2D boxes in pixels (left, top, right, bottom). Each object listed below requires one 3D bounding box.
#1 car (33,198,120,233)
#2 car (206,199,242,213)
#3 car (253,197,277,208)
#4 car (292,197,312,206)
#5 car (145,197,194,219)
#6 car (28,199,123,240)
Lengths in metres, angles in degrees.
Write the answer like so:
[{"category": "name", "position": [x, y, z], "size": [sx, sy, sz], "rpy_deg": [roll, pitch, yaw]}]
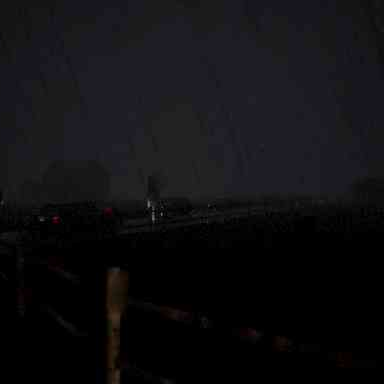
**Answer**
[{"category": "car", "position": [-6.801, 1.268, 20.008], "size": [2.097, 1.767, 4.553], "rpy_deg": [0, 0, 36]}, {"category": "car", "position": [3.392, 1.439, 34.861], "size": [1.895, 1.301, 4.718], "rpy_deg": [0, 0, 34]}, {"category": "car", "position": [9.664, 1.351, 44.023], "size": [1.994, 1.385, 4.181], "rpy_deg": [0, 0, 35]}, {"category": "car", "position": [15.941, 1.337, 48.062], "size": [1.895, 1.301, 4.718], "rpy_deg": [0, 0, 34]}, {"category": "car", "position": [-1.768, 1.230, 27.286], "size": [2.097, 1.767, 4.553], "rpy_deg": [0, 0, 34]}, {"category": "car", "position": [-5.500, 1.259, 16.406], "size": [2.097, 1.767, 4.553], "rpy_deg": [0, 0, 30]}]
